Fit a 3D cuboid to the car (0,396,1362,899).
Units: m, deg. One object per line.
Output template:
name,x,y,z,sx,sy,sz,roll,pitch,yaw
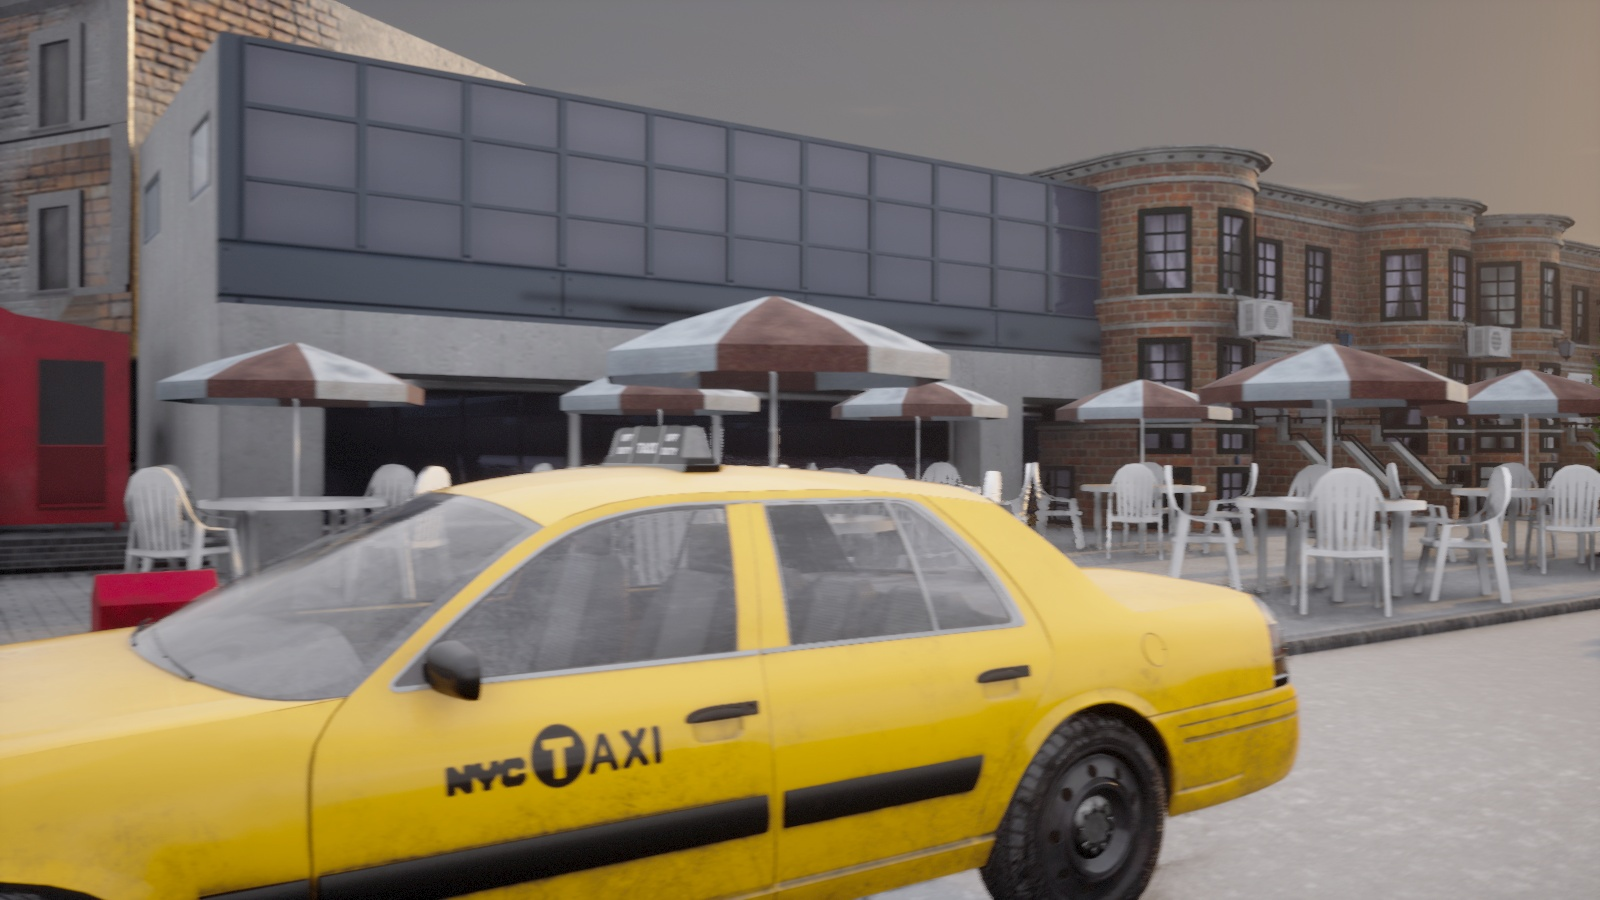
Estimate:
car,-0.661,0.695,3.807,5.366,1.575,1.801,0,0,-35
